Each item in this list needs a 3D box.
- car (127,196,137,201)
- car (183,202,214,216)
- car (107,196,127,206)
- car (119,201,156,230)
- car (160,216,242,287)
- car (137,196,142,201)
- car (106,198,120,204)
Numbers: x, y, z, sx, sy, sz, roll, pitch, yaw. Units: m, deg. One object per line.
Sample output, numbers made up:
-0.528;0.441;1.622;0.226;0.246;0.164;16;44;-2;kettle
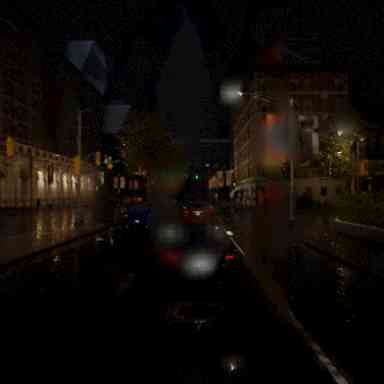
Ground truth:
-13.962;1.706;71.852;2.097;1.767;4.553;0;0;1;car
0.430;1.468;23.704;2.097;1.767;4.553;0;0;1;car
-14.124;1.807;62.007;1.837;1.490;4.892;0;0;1;car
-3.472;1.586;22.086;1.882;1.535;5.008;0;0;-6;car
0.232;1.612;9.456;1.994;1.385;4.181;0;0;1;car
-13.811;1.756;82.110;2.097;1.767;4.553;0;0;1;car
-17.198;1.950;72.808;1.895;1.301;4.718;0;0;1;car
